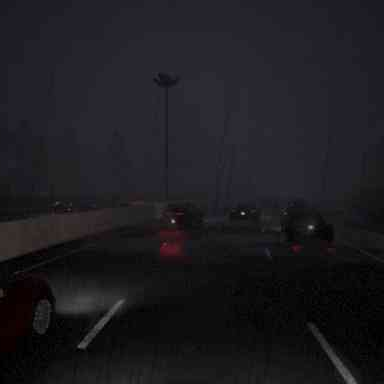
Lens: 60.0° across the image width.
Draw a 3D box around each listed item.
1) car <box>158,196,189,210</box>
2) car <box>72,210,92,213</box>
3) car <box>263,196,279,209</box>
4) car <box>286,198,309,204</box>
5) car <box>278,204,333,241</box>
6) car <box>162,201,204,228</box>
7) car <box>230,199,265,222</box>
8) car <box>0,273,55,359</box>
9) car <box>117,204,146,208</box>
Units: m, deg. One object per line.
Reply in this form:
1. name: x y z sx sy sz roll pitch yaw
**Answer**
1. car: -2.176 1.265 39.968 1.882 1.535 5.008 0 0 20
2. car: -11.750 1.156 33.652 2.097 1.767 4.553 0 0 18
3. car: 9.724 1.291 41.467 2.128 1.511 4.902 0 1 19
4. car: 10.563 1.351 33.346 1.837 1.490 4.892 0 1 19
5. car: 5.513 1.488 16.309 1.994 1.385 4.181 0 0 11
6. car: -0.506 1.394 21.364 1.837 1.490 4.892 0 1 13
7. car: 4.059 1.442 24.784 1.994 1.385 4.181 0 0 16
8. car: -3.178 1.501 3.422 1.812 1.442 4.674 0 0 2
9. car: -6.608 1.268 37.959 1.882 1.535 5.008 0 0 20
